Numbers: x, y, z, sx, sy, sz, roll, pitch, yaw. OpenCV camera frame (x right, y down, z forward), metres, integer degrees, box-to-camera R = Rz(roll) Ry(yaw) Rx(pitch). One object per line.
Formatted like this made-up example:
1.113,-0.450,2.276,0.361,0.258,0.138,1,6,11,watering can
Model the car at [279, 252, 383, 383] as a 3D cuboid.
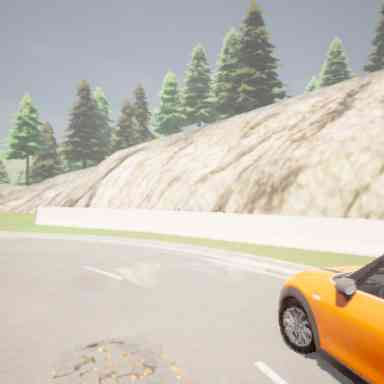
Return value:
2.790,1.367,3.577,2.097,1.767,4.553,0,0,-14,car
